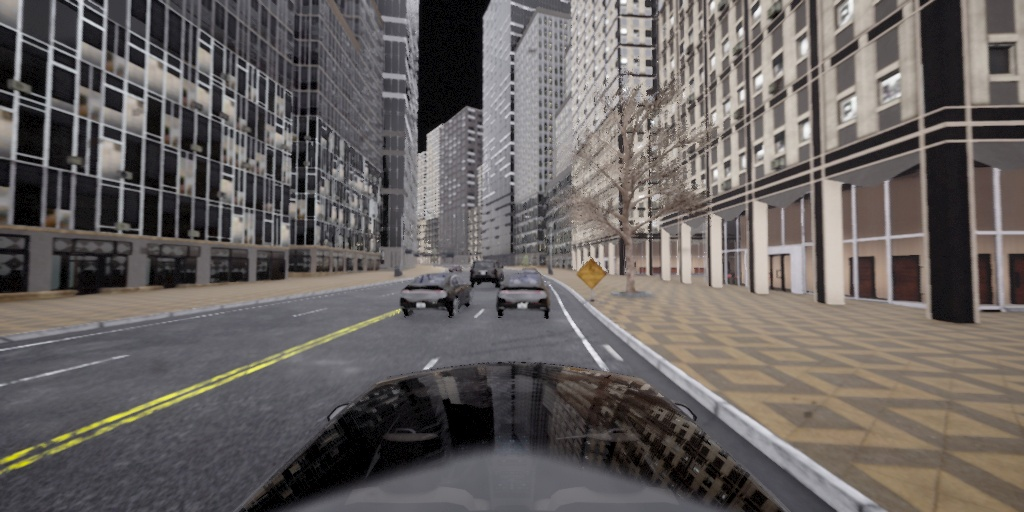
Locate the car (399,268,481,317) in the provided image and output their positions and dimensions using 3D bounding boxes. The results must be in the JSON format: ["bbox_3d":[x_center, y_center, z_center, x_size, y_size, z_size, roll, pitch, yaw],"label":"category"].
[{"bbox_3d":[-2.746,1.405,13.929,2.128,1.511,4.902,0,-1,4],"label":"car"}]

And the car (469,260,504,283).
[{"bbox_3d":[-1.895,1.326,27.777,2.150,2.045,5.566,0,-1,3],"label":"car"}]

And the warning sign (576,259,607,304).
[{"bbox_3d":[3.365,1.041,15.055,1.300,1.860,1.060,0,0,4],"label":"warning sign"}]

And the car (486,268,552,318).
[{"bbox_3d":[0.501,1.402,13.785,2.128,1.511,4.902,0,-1,4],"label":"car"}]

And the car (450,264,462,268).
[{"bbox_3d":[-9.258,2.071,59.100,1.994,1.385,4.181,0,-1,-5],"label":"car"}]
